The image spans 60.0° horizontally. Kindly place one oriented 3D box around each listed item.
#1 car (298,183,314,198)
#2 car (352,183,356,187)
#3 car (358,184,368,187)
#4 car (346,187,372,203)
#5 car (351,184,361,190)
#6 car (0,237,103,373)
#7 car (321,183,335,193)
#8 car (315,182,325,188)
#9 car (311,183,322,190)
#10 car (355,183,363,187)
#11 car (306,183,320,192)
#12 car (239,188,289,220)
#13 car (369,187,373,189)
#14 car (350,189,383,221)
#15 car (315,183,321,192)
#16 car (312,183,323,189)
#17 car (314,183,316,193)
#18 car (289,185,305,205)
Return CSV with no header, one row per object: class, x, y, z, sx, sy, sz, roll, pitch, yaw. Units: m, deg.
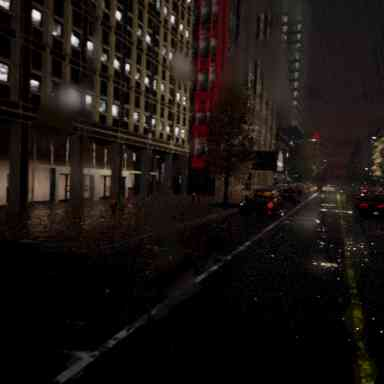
car,13.022,-0.173,39.652,1.967,1.590,4.097,4,4,23
car,34.161,-0.718,67.447,2.008,1.369,4.403,4,4,23
car,27.423,-0.117,51.884,1.802,1.307,4.206,4,4,23
car,16.579,0.457,33.490,1.895,1.301,4.718,4,3,24
car,40.903,-1.274,83.009,1.947,1.339,4.313,4,4,23
car,-2.705,1.257,3.339,1.947,1.339,4.313,4,4,23
car,23.508,-0.536,57.171,1.895,1.301,4.718,4,3,23
car,33.228,-1.771,86.353,2.008,1.369,4.403,5,4,23
car,26.491,-1.206,70.788,1.887,1.381,4.507,5,4,23
car,29.670,-0.338,57.071,2.008,1.369,4.403,4,4,23
car,21.999,-0.805,60.413,1.947,1.339,4.313,5,4,23
car,4.040,0.575,18.899,1.967,1.590,4.097,4,4,23
car,20.685,0.450,36.319,1.802,1.307,4.206,4,4,23
car,10.433,0.846,19.275,1.882,1.535,5.008,4,4,24
car,19.760,-0.740,55.218,1.967,1.590,4.097,5,4,23
car,28.737,-1.389,75.977,2.008,1.369,4.403,5,4,23
car,15.260,-0.220,44.848,1.802,1.307,4.206,4,4,23
car,8.524,0.343,29.284,1.802,1.307,4.206,4,4,23
